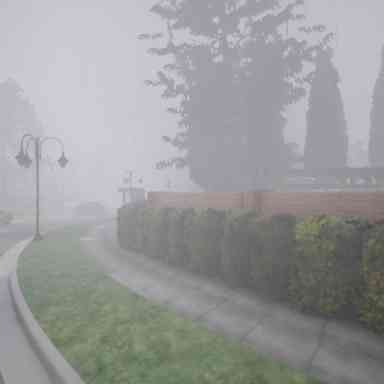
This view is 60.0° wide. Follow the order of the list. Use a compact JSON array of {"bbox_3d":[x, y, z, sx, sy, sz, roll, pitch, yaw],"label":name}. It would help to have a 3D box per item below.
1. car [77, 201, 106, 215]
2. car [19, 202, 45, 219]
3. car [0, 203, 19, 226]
[{"bbox_3d":[-11.882,1.863,39.623,1.837,1.490,4.892,0,-1,9],"label":"car"},{"bbox_3d":[-16.711,1.766,33.053,1.882,1.535,5.008,0,-1,8],"label":"car"},{"bbox_3d":[-13.937,1.602,22.241,1.801,1.575,5.366,0,-1,-3],"label":"car"}]
